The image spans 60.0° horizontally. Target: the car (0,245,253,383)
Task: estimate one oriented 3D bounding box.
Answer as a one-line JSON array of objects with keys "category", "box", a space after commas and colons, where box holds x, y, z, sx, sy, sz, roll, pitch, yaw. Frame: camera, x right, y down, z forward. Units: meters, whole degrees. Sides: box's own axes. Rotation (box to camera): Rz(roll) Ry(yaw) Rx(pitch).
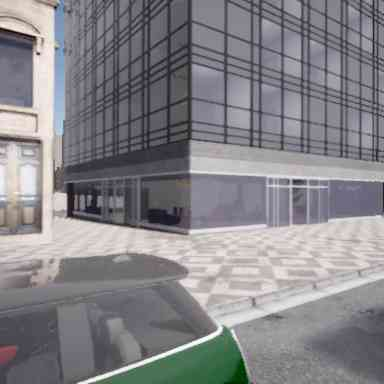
[{"category": "car", "box": [-1.738, 1.354, 2.137, 4.553, 1.767, 2.097, 0, 0, -35]}]
